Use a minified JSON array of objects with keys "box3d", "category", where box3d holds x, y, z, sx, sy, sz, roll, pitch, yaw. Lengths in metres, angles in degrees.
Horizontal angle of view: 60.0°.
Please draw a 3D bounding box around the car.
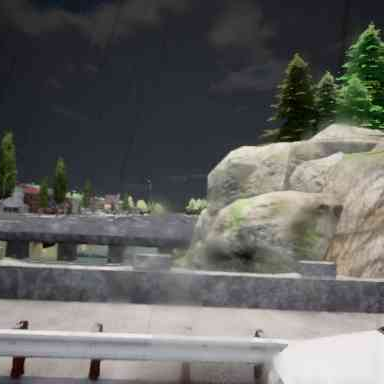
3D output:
[{"box3d":[3.144,1.945,3.327,4.674,1.442,1.812,3,-4,-3],"category":"car"}]
